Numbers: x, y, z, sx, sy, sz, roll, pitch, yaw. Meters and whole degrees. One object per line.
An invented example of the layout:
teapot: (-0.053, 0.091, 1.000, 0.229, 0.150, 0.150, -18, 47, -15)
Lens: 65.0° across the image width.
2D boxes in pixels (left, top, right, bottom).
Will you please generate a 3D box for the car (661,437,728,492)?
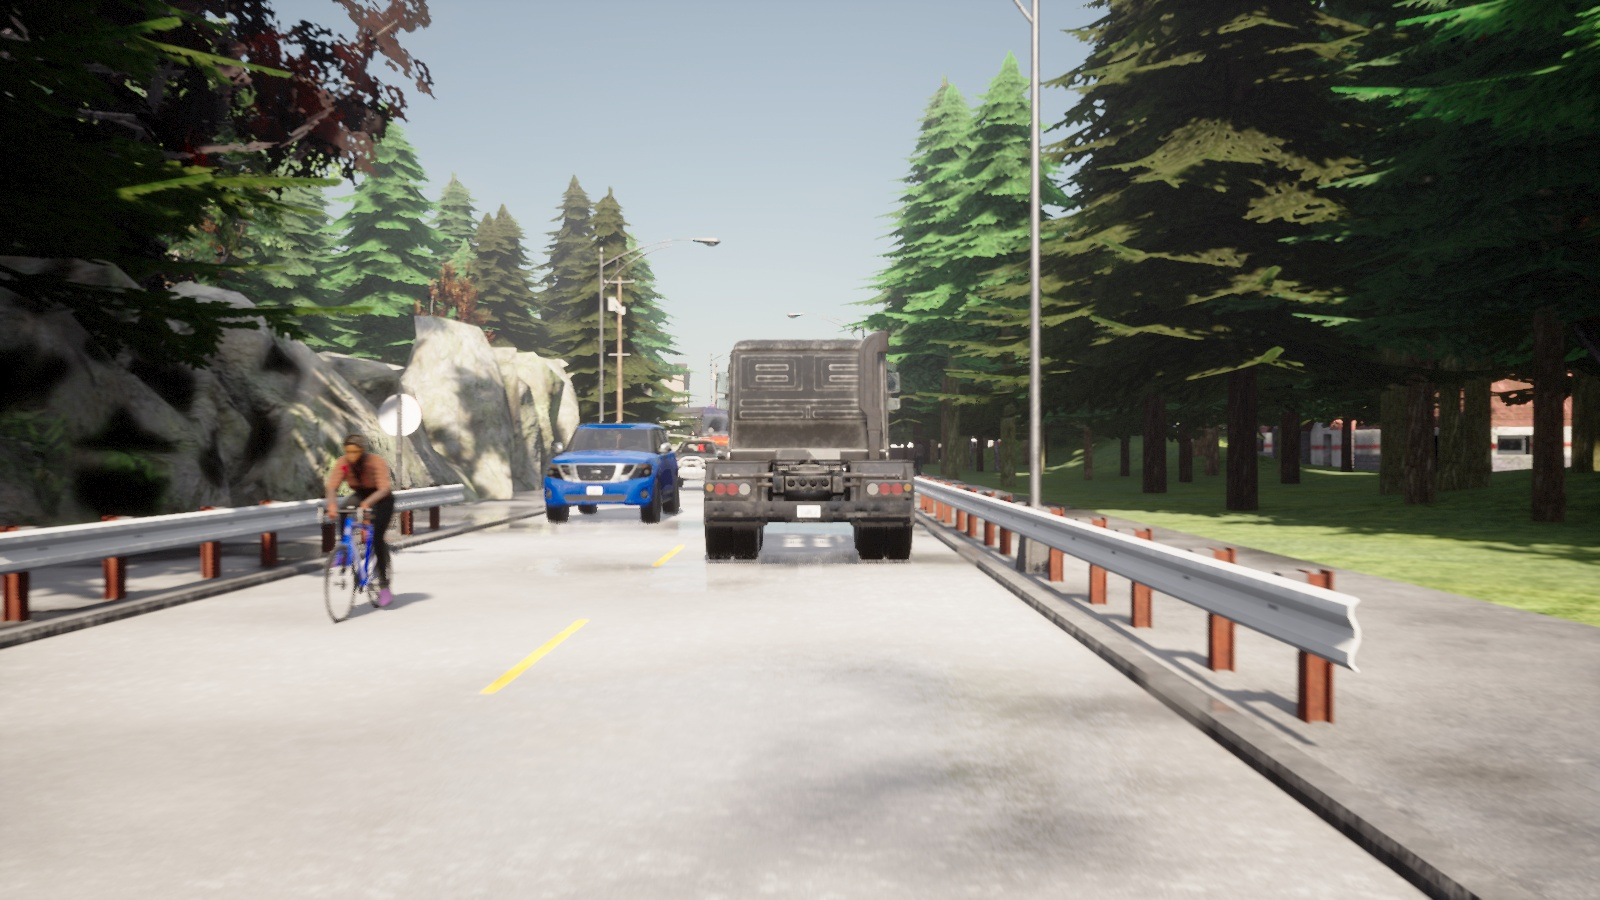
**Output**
car: (-3.638, 0.478, 44.174, 1.932, 1.855, 4.605, 0, 0, 1)

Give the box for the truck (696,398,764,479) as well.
truck: (-3.441, -0.541, 63.917, 2.891, 3.827, 8.468, 0, 0, 1)

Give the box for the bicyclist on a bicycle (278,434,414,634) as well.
bicyclist on a bicycle: (-3.922, 0.676, 10.971, 0.582, 1.620, 1.656, 0, 0, 0)

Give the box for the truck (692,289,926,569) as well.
truck: (0.129, -0.271, 19.502, 2.891, 3.462, 7.936, 0, 0, 0)

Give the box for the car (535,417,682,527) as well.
car: (-3.828, 0.416, 26.173, 2.150, 2.045, 5.566, 0, 0, 1)

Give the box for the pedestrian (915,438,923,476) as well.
pedestrian: (5.777, 0.346, 61.076, 0.328, 1.805, 0.869, 0, 0, 3)
